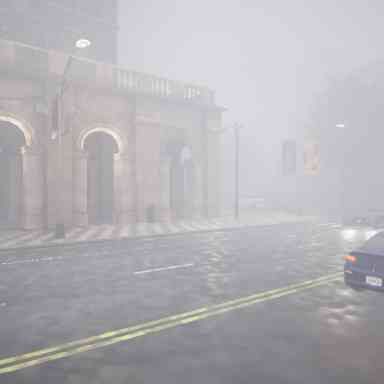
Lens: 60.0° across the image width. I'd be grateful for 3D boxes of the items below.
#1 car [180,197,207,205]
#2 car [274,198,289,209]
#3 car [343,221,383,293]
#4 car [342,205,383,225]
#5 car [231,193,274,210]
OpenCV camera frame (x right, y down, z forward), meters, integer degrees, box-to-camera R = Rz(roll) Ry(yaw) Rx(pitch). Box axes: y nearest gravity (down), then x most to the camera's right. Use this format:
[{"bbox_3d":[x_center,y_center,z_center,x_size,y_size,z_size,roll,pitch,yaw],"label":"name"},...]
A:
[{"bbox_3d":[0.278,1.547,59.058,2.033,1.411,5.357,0,0,-36],"label":"car"},{"bbox_3d":[10.675,1.503,44.593,1.837,1.490,4.892,0,1,-36],"label":"car"},{"bbox_3d":[5.326,1.526,7.663,4.674,1.442,1.812,0,0,-36],"label":"car"},{"bbox_3d":[11.244,1.564,21.492,1.994,1.385,4.181,0,0,38],"label":"car"},{"bbox_3d":[7.446,1.216,43.082,2.150,2.045,5.566,0,1,-36],"label":"car"}]
